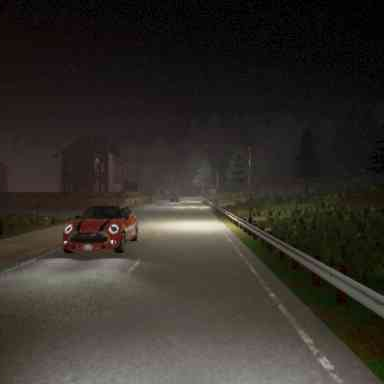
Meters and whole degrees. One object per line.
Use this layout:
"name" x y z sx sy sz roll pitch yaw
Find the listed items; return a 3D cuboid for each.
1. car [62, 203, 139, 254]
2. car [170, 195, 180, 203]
"car" -3.500 1.284 13.437 2.097 1.767 4.553 0 0 0
"car" -3.500 1.461 69.377 2.128 1.511 4.902 0 0 0
